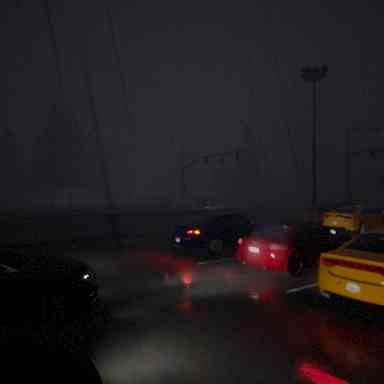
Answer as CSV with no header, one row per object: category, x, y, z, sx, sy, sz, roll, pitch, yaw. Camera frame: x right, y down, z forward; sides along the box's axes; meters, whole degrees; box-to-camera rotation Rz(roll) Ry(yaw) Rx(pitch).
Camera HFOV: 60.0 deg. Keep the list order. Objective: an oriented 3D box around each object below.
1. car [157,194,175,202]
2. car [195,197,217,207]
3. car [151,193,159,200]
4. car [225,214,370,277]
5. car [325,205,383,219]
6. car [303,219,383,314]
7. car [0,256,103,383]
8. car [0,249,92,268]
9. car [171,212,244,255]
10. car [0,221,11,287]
car,-4.985,1.556,68.074,2.033,1.411,5.357,0,0,-21
car,2.152,1.487,53.056,1.882,1.535,5.008,0,0,-26
car,-9.105,1.237,83.201,2.150,2.045,5.566,0,0,-10
car,3.361,1.566,10.334,4.181,1.385,1.994,0,0,-35
car,9.563,1.483,18.916,5.008,1.535,1.882,0,0,-35
car,4.775,1.480,7.058,5.008,1.535,1.882,0,0,-35
car,-2.891,1.504,1.671,4.892,1.490,1.837,0,0,-35
car,-3.977,1.491,5.190,4.902,1.511,2.128,0,0,-35
car,1.387,1.528,13.226,4.674,1.442,1.812,0,0,-35
car,-7.131,1.546,7.283,5.357,1.411,2.033,0,0,-35
